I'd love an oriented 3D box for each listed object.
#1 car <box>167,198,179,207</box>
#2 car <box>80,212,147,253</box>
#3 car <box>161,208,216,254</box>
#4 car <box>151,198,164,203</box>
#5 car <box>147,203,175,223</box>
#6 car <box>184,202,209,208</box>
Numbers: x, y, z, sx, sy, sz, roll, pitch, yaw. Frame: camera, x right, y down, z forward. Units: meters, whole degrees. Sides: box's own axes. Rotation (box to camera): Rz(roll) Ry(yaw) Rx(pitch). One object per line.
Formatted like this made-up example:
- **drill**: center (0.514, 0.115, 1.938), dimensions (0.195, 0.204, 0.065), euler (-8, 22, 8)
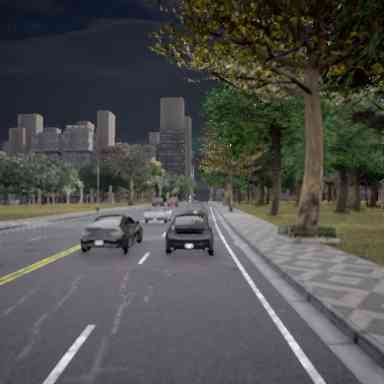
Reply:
- **car**: center (-4.129, 2.223, 71.915), dimensions (2.150, 2.045, 5.566), euler (0, -1, 3)
- **car**: center (-3.306, 1.674, 14.248), dimensions (1.812, 1.442, 4.674), euler (0, 0, 1)
- **car**: center (-0.058, 1.657, 14.123), dimensions (1.837, 1.490, 4.892), euler (0, 0, 1)
- **car**: center (-7.376, 2.225, 72.067), dimensions (2.150, 2.045, 5.566), euler (0, -1, 3)
- **car**: center (-2.877, 1.936, 28.924), dimensions (1.895, 1.301, 4.718), euler (0, -1, 3)
- **car**: center (0.368, 1.683, 28.741), dimensions (2.097, 1.767, 4.553), euler (0, -1, 3)
